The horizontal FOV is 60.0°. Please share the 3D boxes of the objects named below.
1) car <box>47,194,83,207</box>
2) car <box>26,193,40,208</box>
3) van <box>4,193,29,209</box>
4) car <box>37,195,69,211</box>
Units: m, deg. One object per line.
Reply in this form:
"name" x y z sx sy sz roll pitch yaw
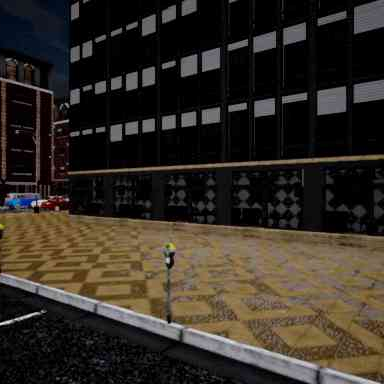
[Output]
"car" -16.824 1.079 44.269 1.967 1.590 4.097 1 1 35
"car" -16.852 1.214 39.942 1.812 1.442 4.674 0 1 35
"van" -20.059 1.050 39.628 1.690 1.788 3.998 1 1 35
"car" -13.582 1.269 35.145 1.887 1.381 4.507 1 1 35
